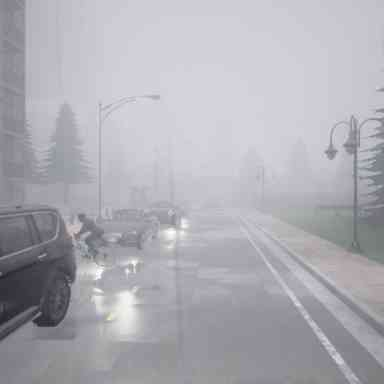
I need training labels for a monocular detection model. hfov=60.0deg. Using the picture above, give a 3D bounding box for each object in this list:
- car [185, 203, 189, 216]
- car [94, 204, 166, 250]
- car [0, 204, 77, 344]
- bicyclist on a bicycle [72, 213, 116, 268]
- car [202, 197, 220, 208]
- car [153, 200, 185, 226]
[{"bbox_3d":[-1.393,1.604,32.046,1.895,1.301,4.718,0,0,5],"label":"car"},{"bbox_3d":[-2.686,1.493,14.430,2.128,1.511,4.902,0,0,4],"label":"car"},{"bbox_3d":[-3.417,1.224,4.196,2.150,2.045,5.566,0,0,4],"label":"car"},{"bbox_3d":[-3.085,1.456,9.870,1.656,1.620,0.582,-2,0,4],"label":"bicyclist on a bicycle"},{"bbox_3d":[2.667,1.500,46.574,2.128,1.511,4.902,0,0,-8],"label":"car"},{"bbox_3d":[-1.984,1.354,23.446,2.097,1.767,4.553,0,0,5],"label":"car"}]
